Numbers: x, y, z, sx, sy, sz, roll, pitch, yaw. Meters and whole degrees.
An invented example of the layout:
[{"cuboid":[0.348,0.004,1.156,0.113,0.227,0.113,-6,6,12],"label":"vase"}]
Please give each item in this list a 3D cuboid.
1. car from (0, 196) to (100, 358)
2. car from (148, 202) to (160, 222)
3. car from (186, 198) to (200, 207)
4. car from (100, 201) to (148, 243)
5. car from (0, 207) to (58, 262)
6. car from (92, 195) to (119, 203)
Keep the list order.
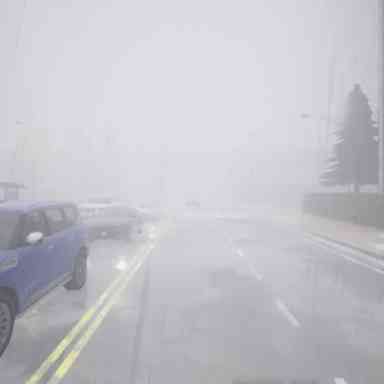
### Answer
[{"cuboid":[-3.601,1.203,6.114,2.150,2.045,5.566,0,0,0],"label":"car"},{"cuboid":[-3.506,1.493,25.657,1.812,1.442,4.674,0,0,0],"label":"car"},{"cuboid":[0.090,1.421,45.655,1.895,1.301,4.718,0,0,0],"label":"car"},{"cuboid":[-3.584,1.430,16.109,1.882,1.535,5.008,0,0,1],"label":"car"},{"cuboid":[-7.090,1.454,12.509,2.128,1.511,4.902,0,0,0],"label":"car"},{"cuboid":[-7.006,1.252,25.625,2.150,2.045,5.566,0,0,0],"label":"car"}]
